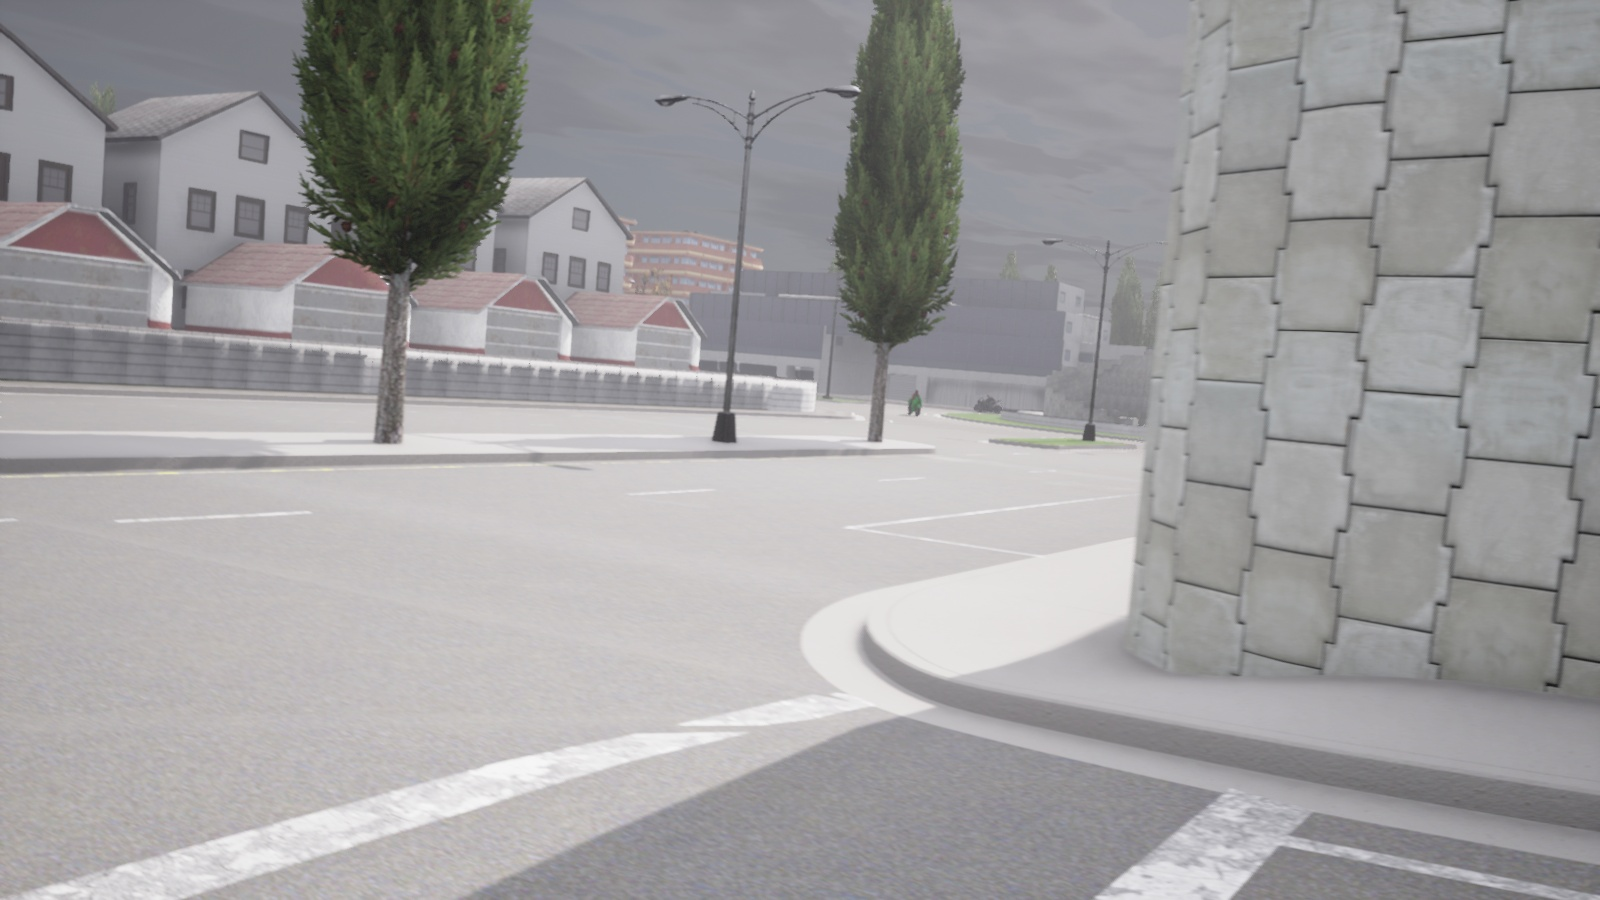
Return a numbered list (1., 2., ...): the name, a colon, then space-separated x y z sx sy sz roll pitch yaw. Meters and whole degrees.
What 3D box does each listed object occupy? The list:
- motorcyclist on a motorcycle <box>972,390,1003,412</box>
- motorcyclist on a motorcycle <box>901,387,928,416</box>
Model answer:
1. motorcyclist on a motorcycle: 14.531 -3.776 97.410 2.191 1.530 0.866 4 3 1
2. motorcyclist on a motorcycle: 6.491 -2.752 71.065 0.797 1.523 2.044 3 4 -13
